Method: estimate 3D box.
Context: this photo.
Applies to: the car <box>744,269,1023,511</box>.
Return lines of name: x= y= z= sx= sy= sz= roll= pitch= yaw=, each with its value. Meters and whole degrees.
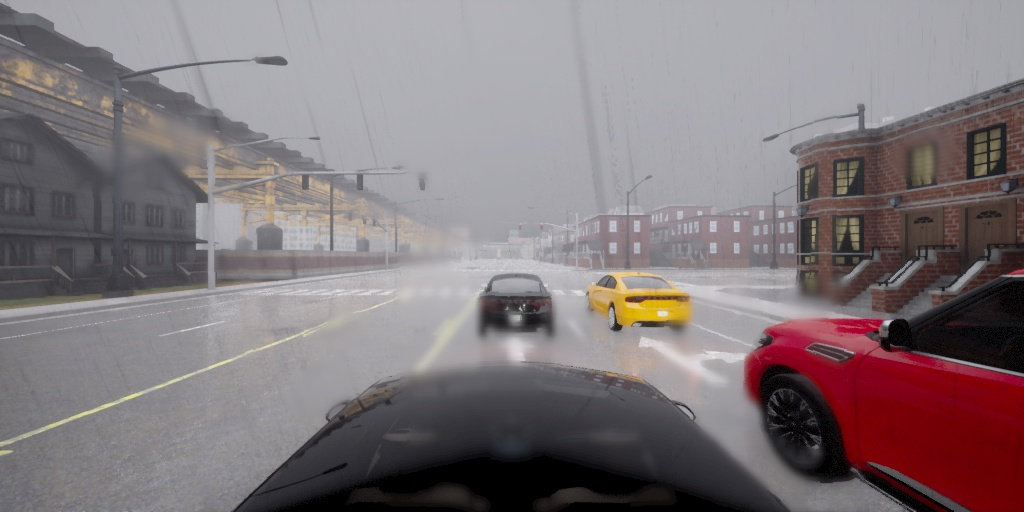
car: x=3.598 y=0.971 z=1.524 sx=2.150 sy=2.045 sz=5.566 roll=0 pitch=0 yaw=0

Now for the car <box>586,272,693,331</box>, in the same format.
car: x=3.612 y=1.228 z=11.049 sx=1.882 sy=1.535 sz=5.008 roll=0 pitch=0 yaw=0

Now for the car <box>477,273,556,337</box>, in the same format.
car: x=0.109 y=1.228 z=10.347 sx=1.882 sy=1.535 sz=5.008 roll=0 pitch=0 yaw=0
